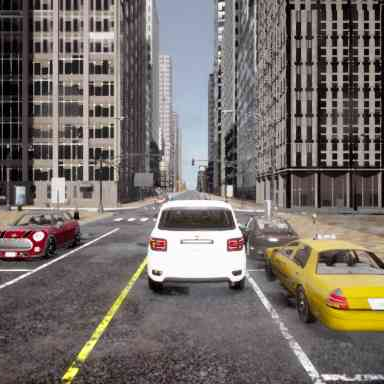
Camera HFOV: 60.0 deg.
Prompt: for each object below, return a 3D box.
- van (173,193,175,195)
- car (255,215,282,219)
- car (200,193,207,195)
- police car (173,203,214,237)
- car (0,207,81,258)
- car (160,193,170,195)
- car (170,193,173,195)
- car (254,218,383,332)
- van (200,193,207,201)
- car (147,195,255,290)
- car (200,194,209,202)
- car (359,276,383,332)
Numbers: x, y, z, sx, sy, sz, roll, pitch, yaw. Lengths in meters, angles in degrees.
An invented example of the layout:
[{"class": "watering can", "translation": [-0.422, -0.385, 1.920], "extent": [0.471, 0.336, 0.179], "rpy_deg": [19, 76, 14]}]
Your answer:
[{"class": "van", "translation": [-5.668, 1.225, 84.448], "extent": [1.690, 1.788, 3.998], "rpy_deg": [0, 0, 0]}, {"class": "car", "translation": [2.695, 1.548, 12.445], "extent": [2.008, 1.369, 4.403], "rpy_deg": [0, 0, 0]}, {"class": "car", "translation": [2.802, 1.380, 61.705], "extent": [1.967, 1.590, 4.097], "rpy_deg": [0, 0, 0]}, {"class": "police car", "translation": [0.101, 1.498, 19.150], "extent": [2.038, 1.542, 4.974], "rpy_deg": [0, 0, 1]}, {"class": "car", "translation": [-5.685, 1.438, 12.445], "extent": [1.967, 1.590, 4.097], "rpy_deg": [0, 0, 0]}, {"class": "car", "translation": [-5.769, 1.380, 61.708], "extent": [1.967, 1.590, 4.097], "rpy_deg": [0, 0, 0]}, {"class": "car", "translation": [-5.702, 1.242, 67.393], "extent": [2.192, 1.841, 5.009], "rpy_deg": [0, 0, 0]}, {"class": "car", "translation": [2.693, 1.525, 6.947], "extent": [1.752, 1.417, 4.829], "rpy_deg": [0, 0, 0]}, {"class": "van", "translation": [2.711, 1.240, 78.758], "extent": [1.690, 1.788, 3.998], "rpy_deg": [0, 0, 0]}, {"class": "car", "translation": [0.102, 1.220, 9.230], "extent": [2.150, 2.045, 5.566], "rpy_deg": [0, 0, 0]}, {"class": "car", "translation": [2.709, 1.353, 73.073], "extent": [1.967, 1.590, 4.097], "rpy_deg": [0, 0, 0]}, {"class": "car", "translation": [2.692, 1.551, 1.106], "extent": [2.008, 1.369, 4.403], "rpy_deg": [0, 0, 0]}]
